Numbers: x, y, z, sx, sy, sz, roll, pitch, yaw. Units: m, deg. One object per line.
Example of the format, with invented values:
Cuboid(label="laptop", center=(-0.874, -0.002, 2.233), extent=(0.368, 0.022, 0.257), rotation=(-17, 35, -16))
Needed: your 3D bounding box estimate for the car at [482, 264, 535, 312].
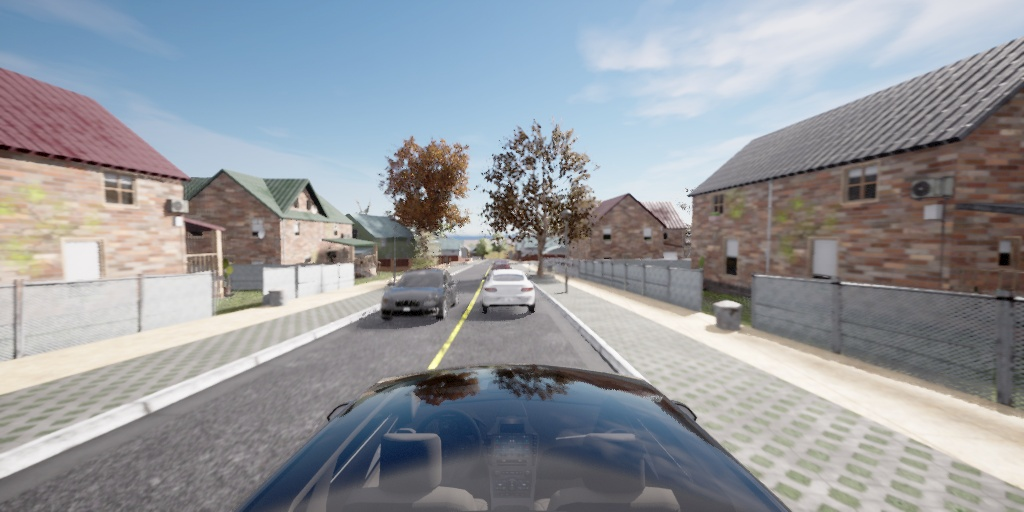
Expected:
Cuboid(label="car", center=(-0.161, 1.208, 13.663), extent=(1.812, 1.442, 4.674), rotation=(0, 0, -2))

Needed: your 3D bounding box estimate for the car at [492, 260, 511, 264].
Cuboid(label="car", center=(-1.043, 1.128, 35.624), extent=(1.812, 1.442, 4.674), rotation=(0, 0, -2))

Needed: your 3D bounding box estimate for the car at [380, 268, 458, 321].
Cuboid(label="car", center=(-2.961, 1.201, 12.300), extent=(1.837, 1.490, 4.892), rotation=(0, 0, -2))
